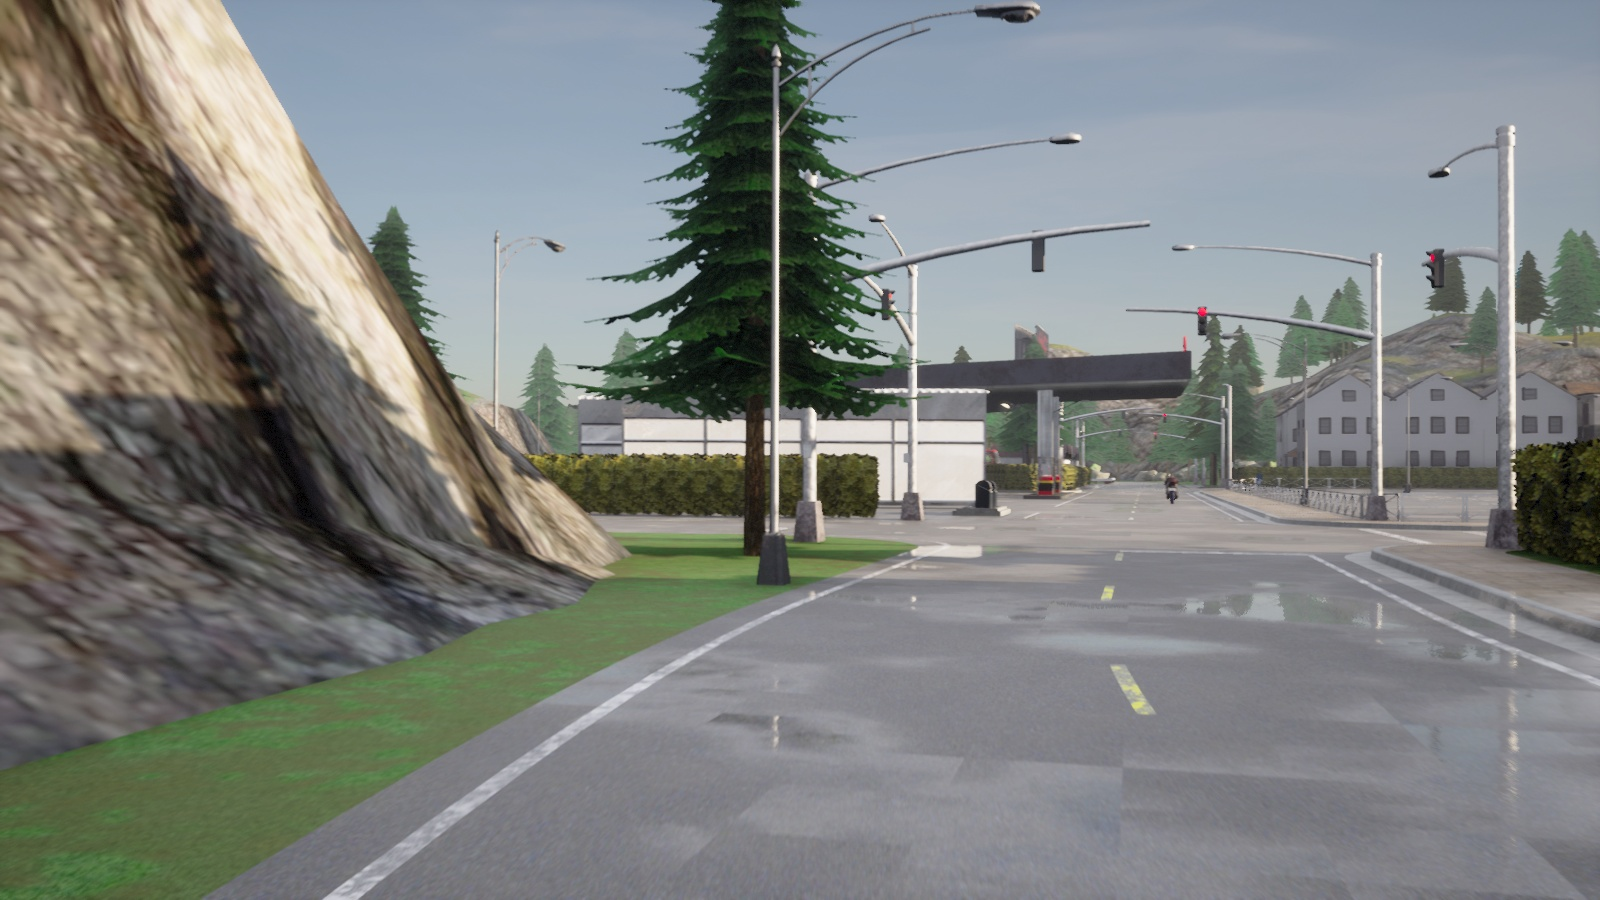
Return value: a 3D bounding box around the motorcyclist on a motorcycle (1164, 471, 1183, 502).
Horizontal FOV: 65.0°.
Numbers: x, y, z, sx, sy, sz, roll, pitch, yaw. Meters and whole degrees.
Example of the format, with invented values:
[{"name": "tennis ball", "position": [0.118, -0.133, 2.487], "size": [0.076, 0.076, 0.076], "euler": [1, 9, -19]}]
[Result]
[{"name": "motorcyclist on a motorcycle", "position": [18.844, 1.843, 63.415], "size": [0.866, 1.530, 2.191], "euler": [0, -1, 15]}]
